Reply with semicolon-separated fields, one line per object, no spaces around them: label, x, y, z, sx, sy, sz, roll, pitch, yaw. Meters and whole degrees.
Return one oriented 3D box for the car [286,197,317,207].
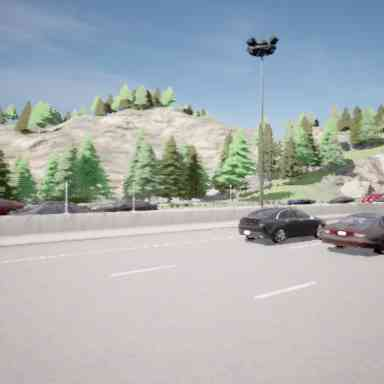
car;16.572;1.458;50.180;4.718;1.301;1.895;0;0;-35

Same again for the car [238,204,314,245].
car;4.294;1.457;15.413;4.892;1.490;1.837;0;0;-35

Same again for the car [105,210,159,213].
car;-5.012;1.361;26.194;5.008;1.535;1.882;0;0;-35

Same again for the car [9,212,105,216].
car;-8.267;1.446;19.580;5.357;1.411;2.033;0;0;-35

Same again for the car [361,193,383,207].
car;27.648;1.123;49.470;5.566;2.045;2.150;0;0;-35

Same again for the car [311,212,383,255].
car;7.395;1.517;13.267;5.357;1.411;2.033;0;0;-35
